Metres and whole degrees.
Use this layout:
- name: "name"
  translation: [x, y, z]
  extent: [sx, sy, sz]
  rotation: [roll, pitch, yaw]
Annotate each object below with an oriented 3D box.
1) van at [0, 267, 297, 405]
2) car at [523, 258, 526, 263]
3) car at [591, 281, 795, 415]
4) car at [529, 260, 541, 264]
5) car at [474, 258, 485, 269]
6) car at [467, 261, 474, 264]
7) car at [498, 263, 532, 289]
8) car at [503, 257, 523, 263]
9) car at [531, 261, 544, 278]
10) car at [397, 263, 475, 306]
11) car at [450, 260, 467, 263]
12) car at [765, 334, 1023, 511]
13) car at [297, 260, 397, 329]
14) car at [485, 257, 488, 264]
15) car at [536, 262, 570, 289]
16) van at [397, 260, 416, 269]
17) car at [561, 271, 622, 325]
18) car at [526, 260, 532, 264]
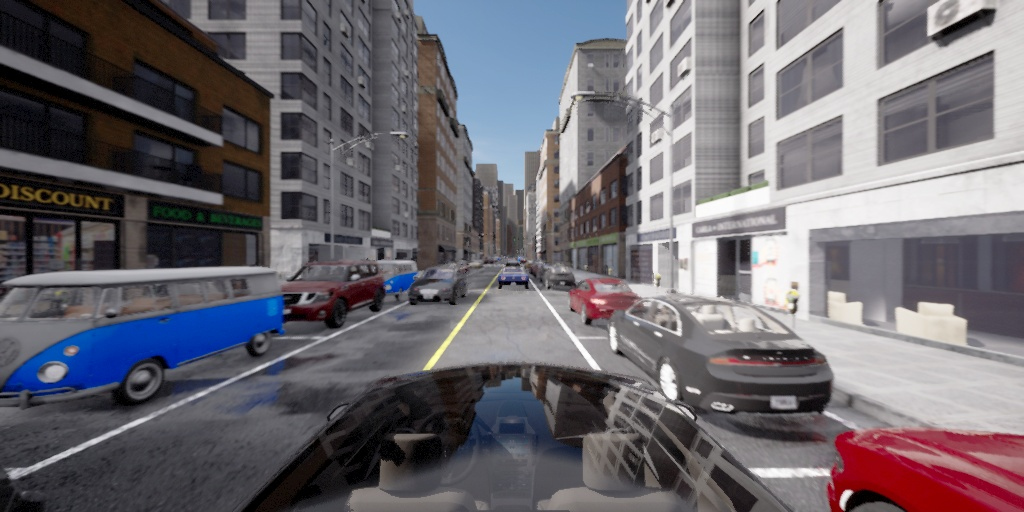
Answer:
- name: "van"
  translation: [-5.668, 1.092, 5.957]
  extent: [1.690, 1.789, 3.998]
  rotation: [0, 0, 0]
- name: "car"
  translation: [2.861, 1.274, 55.859]
  extent: [1.751, 1.417, 4.829]
  rotation: [0, 0, 0]
- name: "car"
  translation: [2.858, 1.302, 5.956]
  extent: [2.007, 1.370, 4.403]
  rotation: [0, 0, 0]
- name: "car"
  translation: [2.860, 1.331, 33.586]
  extent: [1.802, 1.307, 4.207]
  rotation: [0, 0, 0]
- name: "car"
  translation: [-5.664, 1.274, 55.520]
  extent: [1.751, 1.417, 4.829]
  rotation: [0, 0, 0]
- name: "car"
  translation: [-5.666, 1.188, 39.113]
  extent: [1.967, 1.591, 4.097]
  rotation: [0, 0, 0]
- name: "car"
  translation: [0.095, 1.352, 23.242]
  extent: [1.895, 1.301, 4.718]
  rotation: [0, 0, 0]
- name: "car"
  translation: [0.103, 1.226, 46.935]
  extent: [1.882, 1.535, 5.008]
  rotation: [0, 0, 0]
- name: "car"
  translation: [2.859, 1.301, 28.060]
  extent: [2.007, 1.370, 4.403]
  rotation: [0, 0, 0]
- name: "car"
  translation: [-3.081, 1.243, 15.726]
  extent: [2.128, 1.511, 4.902]
  rotation: [0, 0, 0]
- name: "car"
  translation: [-5.666, 1.275, 33.417]
  extent: [1.751, 1.417, 4.829]
  rotation: [0, 0, 0]
- name: "car"
  translation: [2.858, 1.295, 0.431]
  extent: [1.888, 1.381, 4.507]
  rotation: [0, 0, 0]
- name: "car"
  translation: [-5.667, 1.066, 11.483]
  extent: [2.192, 1.841, 5.009]
  rotation: [0, 0, 0]
- name: "car"
  translation: [-5.664, 1.300, 61.215]
  extent: [2.007, 1.370, 4.403]
  rotation: [0, 0, 0]
- name: "car"
  translation: [2.859, 1.302, 22.534]
  extent: [2.007, 1.370, 4.403]
  rotation: [0, 0, 0]
- name: "van"
  translation: [-5.664, 1.093, 17.008]
  extent: [1.690, 1.789, 3.998]
  rotation: [0, 0, 0]
- name: "car"
  translation: [2.858, 1.334, 11.482]
  extent: [1.802, 1.307, 4.207]
  rotation: [0, 0, 0]
- name: "car"
  translation: [2.860, 1.188, 39.111]
  extent: [1.967, 1.591, 4.097]
  rotation: [0, 0, 0]
